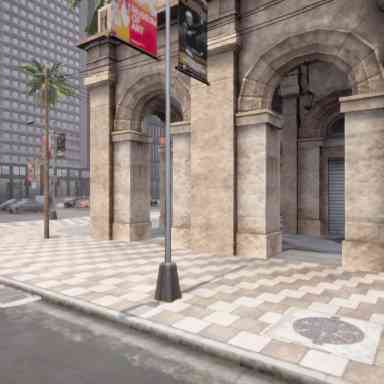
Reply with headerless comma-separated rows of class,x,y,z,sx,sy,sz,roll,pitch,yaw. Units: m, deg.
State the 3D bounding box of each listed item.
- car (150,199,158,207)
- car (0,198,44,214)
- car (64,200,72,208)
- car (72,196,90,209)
car,-7.354,1.601,49.630,1.895,1.301,4.718,0,0,36
car,-17.509,1.564,35.434,1.994,1.385,4.181,0,0,36
car,-16.291,1.513,48.472,2.161,1.482,4.786,0,0,35
car,-13.881,1.354,46.524,2.097,1.767,4.553,0,0,35
